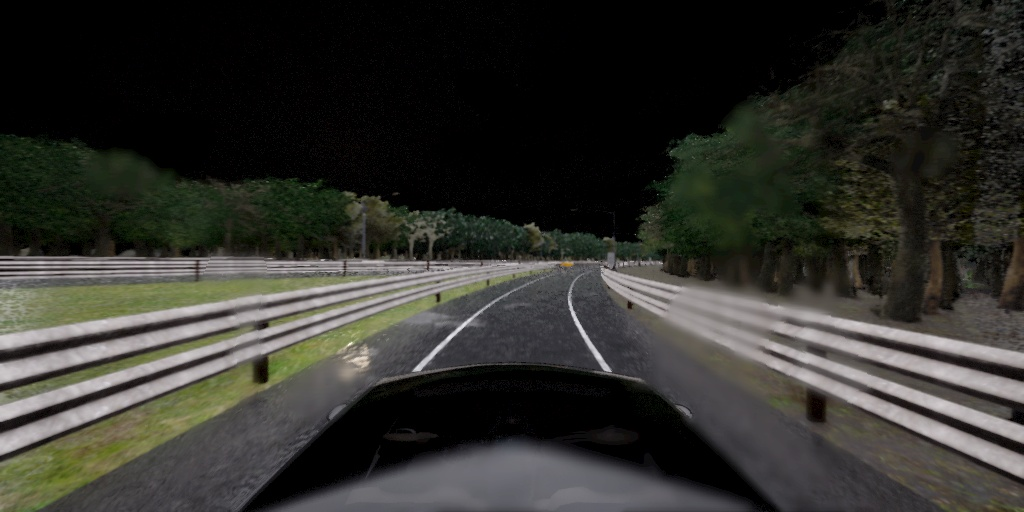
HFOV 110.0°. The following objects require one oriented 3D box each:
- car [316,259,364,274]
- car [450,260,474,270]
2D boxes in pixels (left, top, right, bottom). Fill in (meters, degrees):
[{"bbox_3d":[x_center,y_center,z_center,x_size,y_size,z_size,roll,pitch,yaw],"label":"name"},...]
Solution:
[{"bbox_3d":[-17.710,1.080,37.293,1.837,1.490,4.892,1,-1,31],"label":"car"},{"bbox_3d":[-7.543,1.374,54.028,2.128,1.511,4.902,1,-1,31],"label":"car"}]
